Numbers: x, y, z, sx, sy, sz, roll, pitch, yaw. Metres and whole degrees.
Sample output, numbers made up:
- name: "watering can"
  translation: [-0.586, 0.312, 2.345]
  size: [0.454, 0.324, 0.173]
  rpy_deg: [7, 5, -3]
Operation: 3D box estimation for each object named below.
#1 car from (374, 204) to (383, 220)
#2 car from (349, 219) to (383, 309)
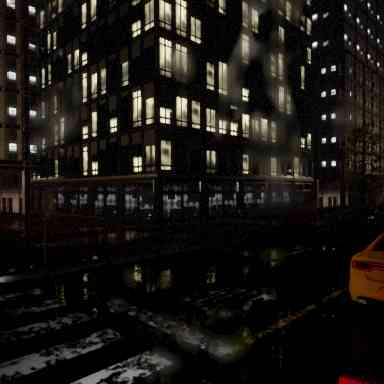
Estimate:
- name: "car"
  translation: [15.563, 1.405, 25.652]
  size: [1.967, 1.590, 4.097]
  rpy_deg: [-1, 0, 45]
- name: "car"
  translation: [5.055, 1.470, 7.070]
  size: [1.882, 1.535, 5.008]
  rpy_deg: [0, 0, 45]
